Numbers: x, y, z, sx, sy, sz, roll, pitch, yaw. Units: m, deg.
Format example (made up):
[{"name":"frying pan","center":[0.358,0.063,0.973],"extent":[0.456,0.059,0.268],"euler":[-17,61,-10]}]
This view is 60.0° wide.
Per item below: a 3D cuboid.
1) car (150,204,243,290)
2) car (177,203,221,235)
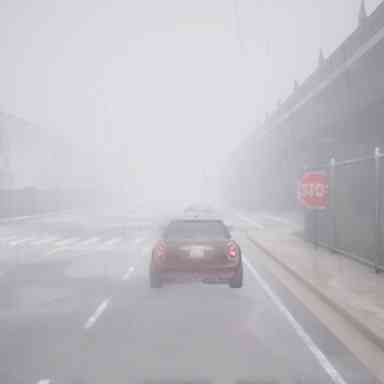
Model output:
[{"name":"car","center":[0.103,1.354,9.288],"extent":[2.097,1.767,4.553],"euler":[0,0,0]},{"name":"car","center":[0.558,1.481,20.031],"extent":[1.882,1.535,5.008],"euler":[0,0,10]}]
